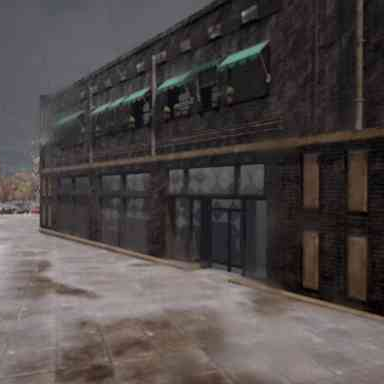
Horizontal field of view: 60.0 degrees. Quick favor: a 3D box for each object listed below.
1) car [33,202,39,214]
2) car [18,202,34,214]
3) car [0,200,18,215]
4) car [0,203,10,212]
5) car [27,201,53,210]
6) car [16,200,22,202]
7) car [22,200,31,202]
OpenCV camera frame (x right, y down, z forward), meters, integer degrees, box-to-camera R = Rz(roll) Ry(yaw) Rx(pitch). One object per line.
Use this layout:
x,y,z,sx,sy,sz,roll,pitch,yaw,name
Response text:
-24.649,2.613,49.769,4.792,1.488,2.163,0,-2,18,car
-25.475,2.507,47.108,4.792,1.488,2.163,0,-2,18,car
-26.350,2.237,44.471,4.553,1.767,2.185,0,-2,18,car
-35.147,2.678,58.958,5.366,1.575,1.946,0,-2,18,car
-31.822,2.828,69.612,4.553,1.767,2.185,0,-1,18,car
-34.446,2.760,61.664,5.008,1.535,2.097,0,-1,18,car
-23.767,2.556,52.418,4.553,1.767,2.185,0,-2,18,car
